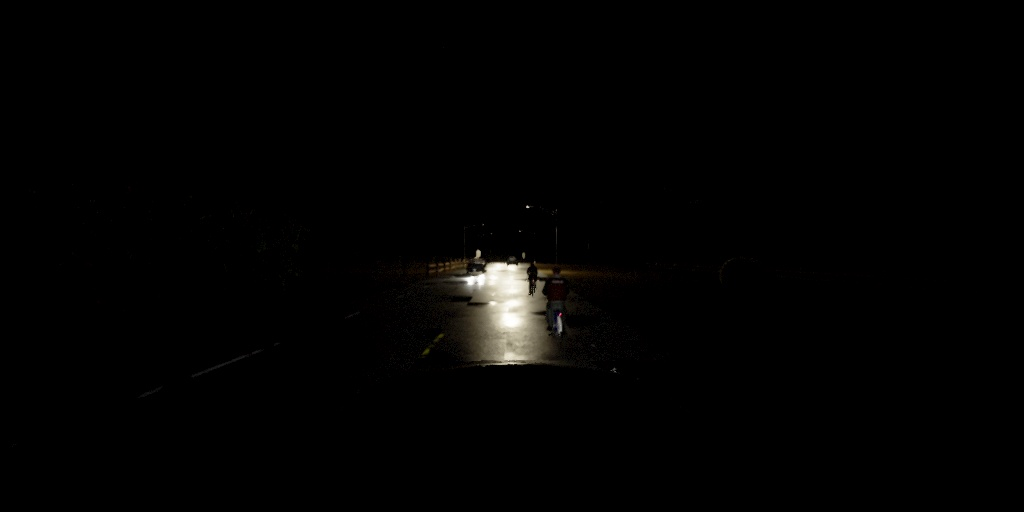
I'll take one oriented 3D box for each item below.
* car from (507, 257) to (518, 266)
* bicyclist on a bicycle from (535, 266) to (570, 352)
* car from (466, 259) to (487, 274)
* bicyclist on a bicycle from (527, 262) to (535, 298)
[{"bbox_3d":[0.095,1.118,65.420,1.994,1.385,4.181,0,0,0],"label":"car"},{"bbox_3d":[0.966,1.091,7.978,0.659,1.776,1.843,0,1,0],"label":"bicyclist on a bicycle"},{"bbox_3d":[-3.591,1.074,37.084,2.128,1.511,4.902,0,0,0],"label":"car"},{"bbox_3d":[0.967,1.124,16.724,0.582,1.620,1.656,0,0,0],"label":"bicyclist on a bicycle"}]
